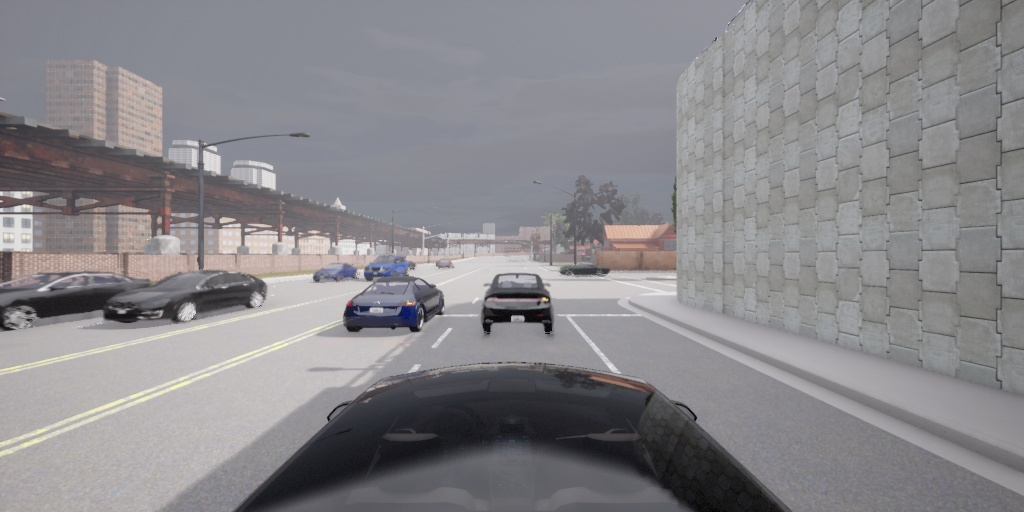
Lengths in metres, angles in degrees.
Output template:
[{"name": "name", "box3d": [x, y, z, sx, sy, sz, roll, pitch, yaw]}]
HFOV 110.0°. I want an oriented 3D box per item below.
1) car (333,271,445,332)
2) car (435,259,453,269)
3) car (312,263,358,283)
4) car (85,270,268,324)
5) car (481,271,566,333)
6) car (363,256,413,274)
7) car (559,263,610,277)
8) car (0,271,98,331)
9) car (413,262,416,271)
[{"name": "car", "box3d": [-3.338, 1.317, 10.899, 1.994, 1.385, 4.181, 0, 0, 1]}, {"name": "car", "box3d": [-10.153, 1.293, 55.025, 1.812, 1.442, 4.674, 0, 0, 0]}, {"name": "car", "box3d": [-13.886, 1.284, 28.555, 1.812, 1.442, 4.674, 0, 0, 0]}, {"name": "car", "box3d": [-10.519, 1.258, 12.109, 1.837, 1.490, 4.892, 0, 0, 0]}, {"name": "car", "box3d": [0.160, 1.245, 10.774, 2.128, 1.511, 4.902, 0, 0, 1]}, {"name": "car", "box3d": [-10.373, 0.980, 30.016, 2.150, 2.045, 5.566, 0, 0, 0]}, {"name": "car", "box3d": [6.993, 1.362, 34.974, 4.718, 1.301, 1.895, 0, 0, 0]}, {"name": "car", "box3d": [-14.027, 1.244, 11.070, 2.128, 1.511, 4.902, 0, 0, 0]}, {"name": "car", "box3d": [-13.743, 1.242, 46.064, 1.882, 1.535, 5.008, 0, 0, 0]}]
